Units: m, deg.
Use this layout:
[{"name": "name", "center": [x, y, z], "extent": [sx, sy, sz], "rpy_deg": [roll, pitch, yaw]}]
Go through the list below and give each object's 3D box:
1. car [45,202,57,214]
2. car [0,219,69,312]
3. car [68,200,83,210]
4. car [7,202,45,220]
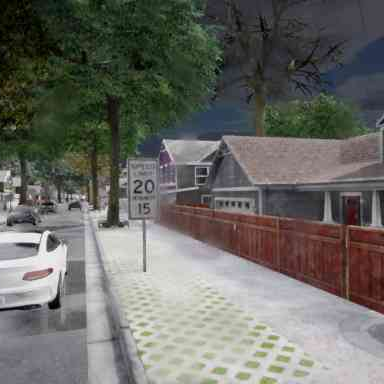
[{"name": "car", "center": [-17.354, 1.942, 40.099], "extent": [1.837, 1.490, 4.892], "rpy_deg": [-1, 0, -18]}, {"name": "car", "center": [-3.840, 1.576, 7.481], "extent": [1.812, 1.442, 4.674], "rpy_deg": [-1, 0, -18]}, {"name": "car", "center": [-17.611, 1.955, 50.077], "extent": [1.837, 1.490, 4.892], "rpy_deg": [-1, -1, -18]}, {"name": "car", "center": [-12.607, 1.744, 25.221], "extent": [1.837, 1.490, 4.892], "rpy_deg": [-1, 0, -18]}]
